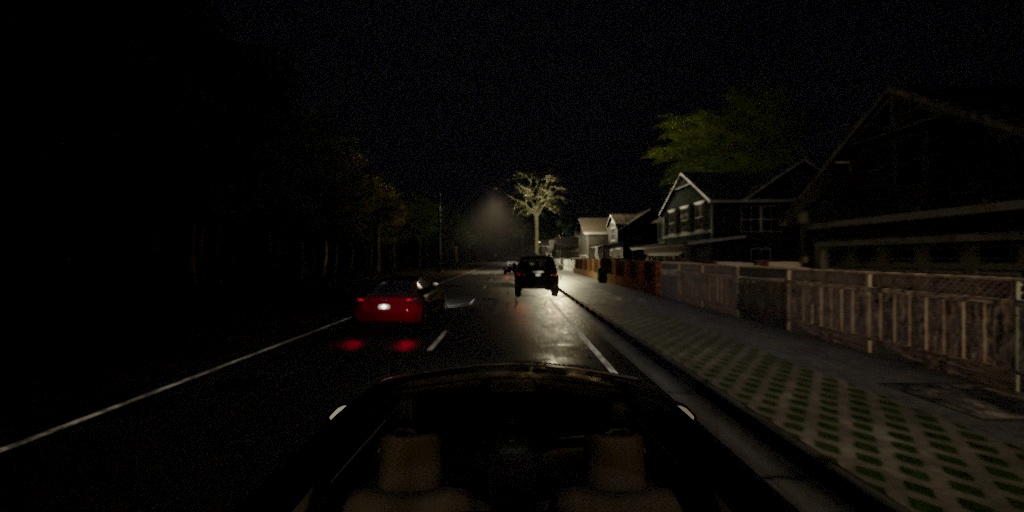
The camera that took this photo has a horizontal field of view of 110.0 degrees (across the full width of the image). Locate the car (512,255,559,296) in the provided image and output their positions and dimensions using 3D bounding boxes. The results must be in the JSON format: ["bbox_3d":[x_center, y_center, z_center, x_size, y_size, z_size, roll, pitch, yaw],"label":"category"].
[{"bbox_3d":[1.226,0.980,19.525,2.150,2.045,5.566,0,0,0],"label":"car"}]

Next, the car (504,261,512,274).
[{"bbox_3d":[0.029,1.377,40.618,1.895,1.301,4.718,0,0,0],"label":"car"}]

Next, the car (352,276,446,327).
[{"bbox_3d":[-3.398,1.316,11.522,1.994,1.385,4.181,0,0,0],"label":"car"}]
